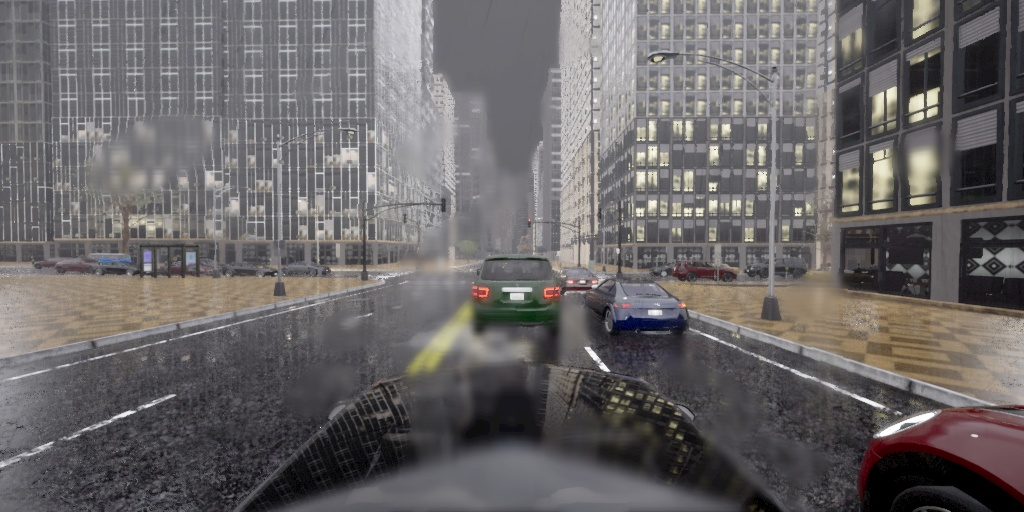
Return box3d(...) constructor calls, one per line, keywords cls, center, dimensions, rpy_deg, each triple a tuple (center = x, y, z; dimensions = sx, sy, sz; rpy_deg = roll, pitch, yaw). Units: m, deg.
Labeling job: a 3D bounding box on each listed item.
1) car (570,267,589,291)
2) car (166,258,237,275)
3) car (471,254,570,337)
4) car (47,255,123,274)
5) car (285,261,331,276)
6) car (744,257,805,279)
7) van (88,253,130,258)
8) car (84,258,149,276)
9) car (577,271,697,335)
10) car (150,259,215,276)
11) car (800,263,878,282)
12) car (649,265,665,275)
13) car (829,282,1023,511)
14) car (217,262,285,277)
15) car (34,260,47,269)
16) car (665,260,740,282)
box3d(cls="car", center=(3.388, 1.287, 19.740), dimensions=(2.033, 1.411, 5.357), rpy_deg=(0, 0, 0))
box3d(cls="car", center=(-29.370, 0.993, 33.993), dimensions=(4.902, 1.511, 2.128), rpy_deg=(1, 1, 1))
box3d(cls="car", center=(0.117, 0.967, 10.405), dimensions=(2.150, 2.045, 5.566), rpy_deg=(0, 0, 0))
box3d(cls="car", center=(-40.725, 0.924, 34.257), dimensions=(4.674, 1.442, 1.812), rpy_deg=(1, 1, 2))
box3d(cls="car", center=(-19.401, 1.156, 33.771), dimensions=(4.181, 1.385, 1.994), rpy_deg=(1, 1, 1))
box3d(cls="car", center=(26.560, 1.171, 36.114), dimensions=(5.566, 2.045, 2.150), rpy_deg=(1, 1, 1))
box3d(cls="van", center=(-45.211, 0.603, 40.149), dimensions=(3.998, 1.789, 1.690), rpy_deg=(0, 0, 1))
box3d(cls="car", center=(-34.037, 1.068, 31.466), dimensions=(4.313, 1.339, 1.948), rpy_deg=(0, 0, 1))
box3d(cls="car", center=(3.374, 1.309, 10.498), dimensions=(1.994, 1.385, 4.181), rpy_deg=(0, 0, -1))
box3d(cls="car", center=(-28.357, 1.137, 31.282), dimensions=(4.207, 1.307, 1.802), rpy_deg=(0, 0, 1))
box3d(cls="car", center=(27.698, 1.577, 30.313), dimensions=(4.829, 1.417, 1.751), rpy_deg=(0, 0, 1))
box3d(cls="car", center=(16.483, 1.365, 36.333), dimensions=(4.892, 1.490, 1.837), rpy_deg=(0, 1, -1))
box3d(cls="car", center=(3.344, 1.103, 0.454), dimensions=(2.097, 1.767, 4.553), rpy_deg=(0, 0, 0))
box3d(cls="car", center=(-22.673, 1.172, 31.137), dimensions=(4.313, 1.339, 1.948), rpy_deg=(0, 0, 1))
box3d(cls="car", center=(-50.893, 0.791, 40.275), dimensions=(4.207, 1.307, 1.802), rpy_deg=(0, 0, 1))
box3d(cls="car", center=(16.251, 1.268, 30.533), dimensions=(5.009, 1.841, 2.192), rpy_deg=(0, 0, 1))
